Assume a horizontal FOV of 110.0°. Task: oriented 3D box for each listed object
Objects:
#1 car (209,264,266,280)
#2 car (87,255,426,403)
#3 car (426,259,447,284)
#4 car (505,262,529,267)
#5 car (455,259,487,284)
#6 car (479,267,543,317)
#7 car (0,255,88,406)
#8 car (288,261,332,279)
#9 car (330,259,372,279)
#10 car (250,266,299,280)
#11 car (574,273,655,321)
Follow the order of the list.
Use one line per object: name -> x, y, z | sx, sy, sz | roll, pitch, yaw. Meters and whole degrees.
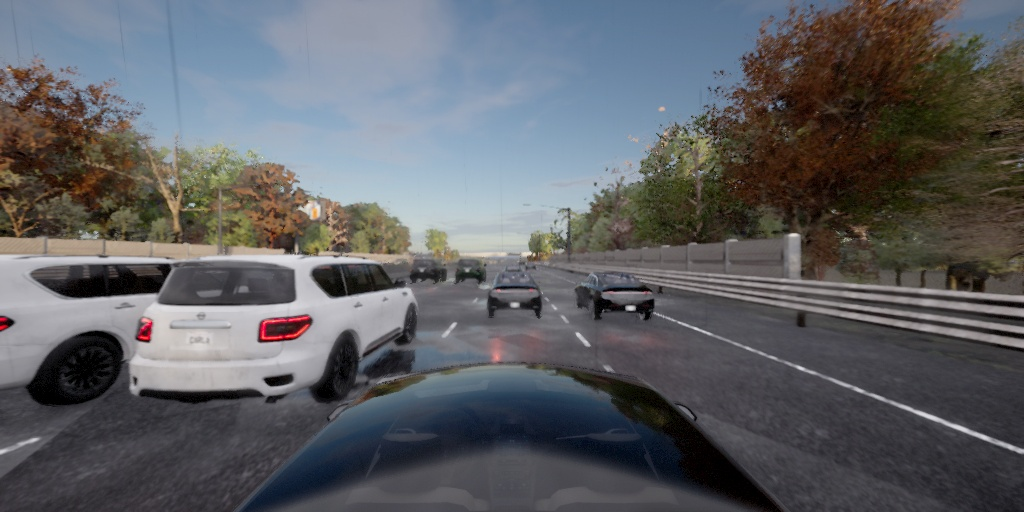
car -> -28.099, 1.570, 36.990 | 2.128, 1.511, 4.902 | 0, -1, 0
car -> -3.403, 1.016, 6.590 | 2.150, 2.045, 5.566 | 0, -1, 0
car -> -6.911, 1.236, 30.178 | 2.150, 2.045, 5.566 | 0, -1, 0
car -> 0.093, 1.514, 30.924 | 2.128, 1.511, 4.902 | 0, -1, 0
car -> -3.412, 1.236, 30.166 | 2.150, 2.045, 5.566 | 0, -1, 0
car -> 0.095, 1.352, 13.687 | 2.128, 1.511, 4.902 | 0, -1, 0
car -> -6.903, 1.014, 6.479 | 2.150, 2.045, 5.566 | 0, -1, 0
car -> -21.103, 1.438, 37.680 | 2.097, 1.767, 4.553 | 0, -1, 0
car -> -17.604, 1.325, 39.561 | 2.150, 2.045, 5.566 | 0, 0, 0
car -> -24.602, 1.684, 37.397 | 1.895, 1.301, 4.718 | 0, -1, 0
car -> 3.498, 1.341, 12.995 | 2.128, 1.511, 4.902 | 0, -1, 0
